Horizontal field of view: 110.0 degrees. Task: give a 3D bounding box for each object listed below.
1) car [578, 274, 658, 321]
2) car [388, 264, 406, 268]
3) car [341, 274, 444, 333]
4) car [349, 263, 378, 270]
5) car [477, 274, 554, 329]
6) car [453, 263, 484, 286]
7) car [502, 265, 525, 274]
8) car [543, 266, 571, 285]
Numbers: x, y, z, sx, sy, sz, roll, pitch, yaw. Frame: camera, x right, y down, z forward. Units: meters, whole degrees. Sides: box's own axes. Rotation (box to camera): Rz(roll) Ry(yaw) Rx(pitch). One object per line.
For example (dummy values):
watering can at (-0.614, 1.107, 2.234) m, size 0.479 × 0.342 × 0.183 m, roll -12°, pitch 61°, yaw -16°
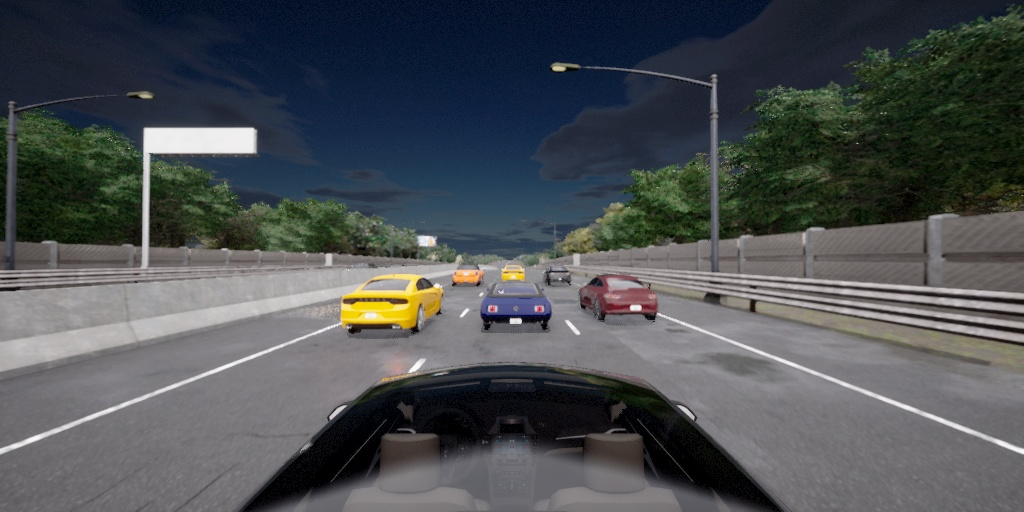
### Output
car at (3.604, 1.368, 12.728) m, size 1.812 × 1.442 × 4.674 m, roll 0°, pitch -1°, yaw 0°
car at (-14.081, 1.776, 43.716) m, size 1.837 × 1.490 × 4.892 m, roll 0°, pitch -1°, yaw 0°
car at (-3.399, 1.303, 11.106) m, size 1.882 × 1.535 × 5.008 m, roll 0°, pitch 0°, yaw 0°
car at (-17.582, 1.607, 42.553) m, size 2.097 × 1.767 × 4.553 m, roll 0°, pitch -1°, yaw 0°
car at (0.105, 1.431, 11.554) m, size 1.895 × 1.301 × 4.718 m, roll 0°, pitch -1°, yaw 0°
car at (-3.392, 1.405, 28.683) m, size 2.097 × 1.767 × 4.553 m, roll 0°, pitch -1°, yaw 0°
car at (0.105, 1.576, 31.726) m, size 1.882 × 1.535 × 5.008 m, roll 0°, pitch -1°, yaw 0°
car at (3.605, 1.555, 29.195) m, size 2.128 × 1.511 × 4.902 m, roll 0°, pitch -1°, yaw 0°
